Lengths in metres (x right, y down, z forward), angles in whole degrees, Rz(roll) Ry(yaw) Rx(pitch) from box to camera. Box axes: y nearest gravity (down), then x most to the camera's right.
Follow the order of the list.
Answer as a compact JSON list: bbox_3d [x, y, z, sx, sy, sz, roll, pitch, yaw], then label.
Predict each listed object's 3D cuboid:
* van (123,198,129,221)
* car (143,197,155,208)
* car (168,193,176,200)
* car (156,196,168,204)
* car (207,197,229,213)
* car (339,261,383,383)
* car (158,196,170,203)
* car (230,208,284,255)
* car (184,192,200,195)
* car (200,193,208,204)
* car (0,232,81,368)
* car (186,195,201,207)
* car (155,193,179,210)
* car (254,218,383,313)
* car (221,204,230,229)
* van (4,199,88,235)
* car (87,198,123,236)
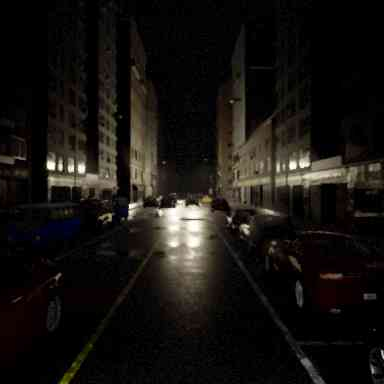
[{"bbox_3d":[-5.664,1.315,24.134,1.690,1.788,3.998,0,0,0],"label":"van"},{"bbox_3d":[-5.664,1.383,46.239,1.967,1.590,4.097,0,0,0],"label":"car"},{"bbox_3d":[-5.659,1.208,95.116,2.192,1.841,5.009,0,0,0],"label":"car"},{"bbox_3d":[-5.662,1.447,62.646,1.752,1.417,4.829,0,0,0],"label":"car"},{"bbox_3d":[3.004,1.435,36.643,1.882,1.535,5.008,0,0,0],"label":"car"},{"bbox_3d":[2.856,1.564,2.030,1.947,1.339,4.313,0,0,0],"label":"car"},{"bbox_3d":[-5.661,1.467,68.342,2.008,1.369,4.403,0,0,0],"label":"car"},{"bbox_3d":[2.858,1.539,13.082,2.008,1.369,4.403,0,0,0],"label":"car"},{"bbox_3d":[0.008,0.954,70.810,2.150,2.045,5.566,0,0,0],"label":"car"},{"bbox_3d":[2.864,1.448,62.985,1.752,1.417,4.829,0,0,0],"label":"car"},{"bbox_3d":[-3.063,1.522,3.919,1.812,1.442,4.674,0,0,0],"label":"car"},{"bbox_3d":[0.029,1.538,51.367,1.895,1.301,4.718,0,0,0],"label":"car"},{"bbox_3d":[-3.083,1.301,42.081,2.097,1.767,4.553,0,0,0],"label":"car"},{"bbox_3d":[2.857,1.538,7.557,1.887,1.381,4.507,0,0,0],"label":"car"},{"bbox_3d":[2.859,1.564,18.608,1.802,1.307,4.206,0,0,0],"label":"car"},{"bbox_3d":[-5.668,1.328,13.084,1.690,1.788,3.998,0,0,0],"label":"van"},{"bbox_3d":[-5.667,1.296,18.610,2.192,1.841,5.009,0,0,0],"label":"car"}]
